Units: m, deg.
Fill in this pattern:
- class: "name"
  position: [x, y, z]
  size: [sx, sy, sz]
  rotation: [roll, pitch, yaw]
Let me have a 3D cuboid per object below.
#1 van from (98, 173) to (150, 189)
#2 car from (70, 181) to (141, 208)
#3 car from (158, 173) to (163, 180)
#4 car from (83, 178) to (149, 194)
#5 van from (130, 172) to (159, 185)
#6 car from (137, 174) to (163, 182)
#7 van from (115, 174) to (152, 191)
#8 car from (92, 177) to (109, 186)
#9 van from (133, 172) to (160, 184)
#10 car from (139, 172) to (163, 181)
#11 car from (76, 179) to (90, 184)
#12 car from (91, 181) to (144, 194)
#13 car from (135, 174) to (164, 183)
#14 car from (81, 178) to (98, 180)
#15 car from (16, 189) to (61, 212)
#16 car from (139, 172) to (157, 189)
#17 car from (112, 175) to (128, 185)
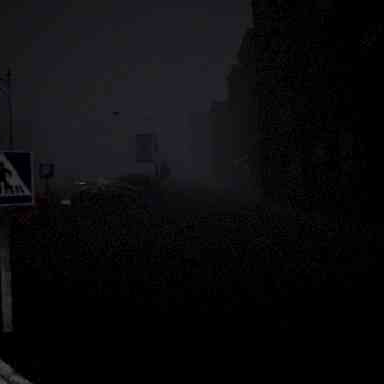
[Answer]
- class: "van"
  position: [-7.086, -0.630, 34.709]
  size: [4.442, 1.987, 1.878]
  rotation: [-4, 5, -22]
- class: "car"
  position: [-6.804, 0.296, 25.580]
  size: [4.892, 1.521, 2.231]
  rotation: [-4, 5, -22]
- class: "car"
  position: [-7.820, -1.806, 49.846]
  size: [5.566, 2.045, 2.435]
  rotation: [-4, 5, -22]
- class: "car"
  position: [-7.227, -0.160, 31.574]
  size: [5.366, 1.575, 1.946]
  rotation: [-3, 5, -22]
- class: "van"
  position: [-7.999, -2.248, 55.950]
  size: [4.442, 1.987, 1.878]
  rotation: [-4, 5, -22]
- class: "car"
  position: [-8.590, -2.913, 68.078]
  size: [4.792, 1.488, 2.163]
  rotation: [-4, 4, -22]
- class: "van"
  position: [-7.690, -1.310, 43.717]
  size: [4.442, 1.987, 1.878]
  rotation: [-4, 5, -22]
- class: "car"
  position: [-16.542, -1.885, 60.493]
  size: [1.895, 1.301, 4.718]
  rotation: [-3, 4, -2]
- class: "van"
  position: [-8.471, -2.696, 61.922]
  size: [4.442, 1.987, 1.878]
  rotation: [-4, 5, -22]
- class: "car"
  position: [-8.728, -3.297, 71.098]
  size: [4.553, 1.767, 2.185]
  rotation: [-4, 5, -22]
- class: "car"
  position: [-12.371, -0.578, 41.390]
  size: [1.895, 1.301, 4.718]
  rotation: [-3, 4, -2]
- class: "car"
  position: [-6.922, 0.104, 28.615]
  size: [4.674, 1.452, 2.002]
  rotation: [-4, 5, -22]
- class: "car"
  position: [-8.316, -2.723, 65.098]
  size: [5.366, 1.575, 1.946]
  rotation: [-4, 5, -22]
- class: "car"
  position: [-16.115, -1.228, 50.430]
  size: [2.128, 1.511, 4.902]
  rotation: [-3, 4, -2]
- class: "car"
  position: [-11.580, 0.514, 25.362]
  size: [1.882, 1.535, 5.008]
  rotation: [-3, 5, -4]
- class: "car"
  position: [-7.347, -0.878, 37.679]
  size: [5.566, 2.045, 2.435]
  rotation: [-4, 5, -22]
- class: "car"
  position: [-13.266, -2.243, 61.644]
  size: [1.882, 1.535, 5.008]
  rotation: [-3, 4, -2]
